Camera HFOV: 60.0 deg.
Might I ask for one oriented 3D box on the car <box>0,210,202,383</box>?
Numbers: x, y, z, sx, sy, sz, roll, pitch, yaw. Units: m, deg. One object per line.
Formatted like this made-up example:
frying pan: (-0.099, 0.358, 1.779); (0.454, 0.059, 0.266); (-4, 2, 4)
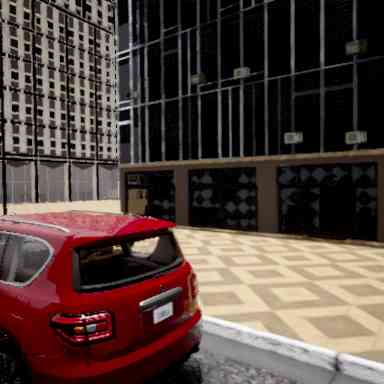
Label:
car: (-2.211, 1.185, 4.523); (5.009, 1.841, 2.192); (1, 2, 36)
